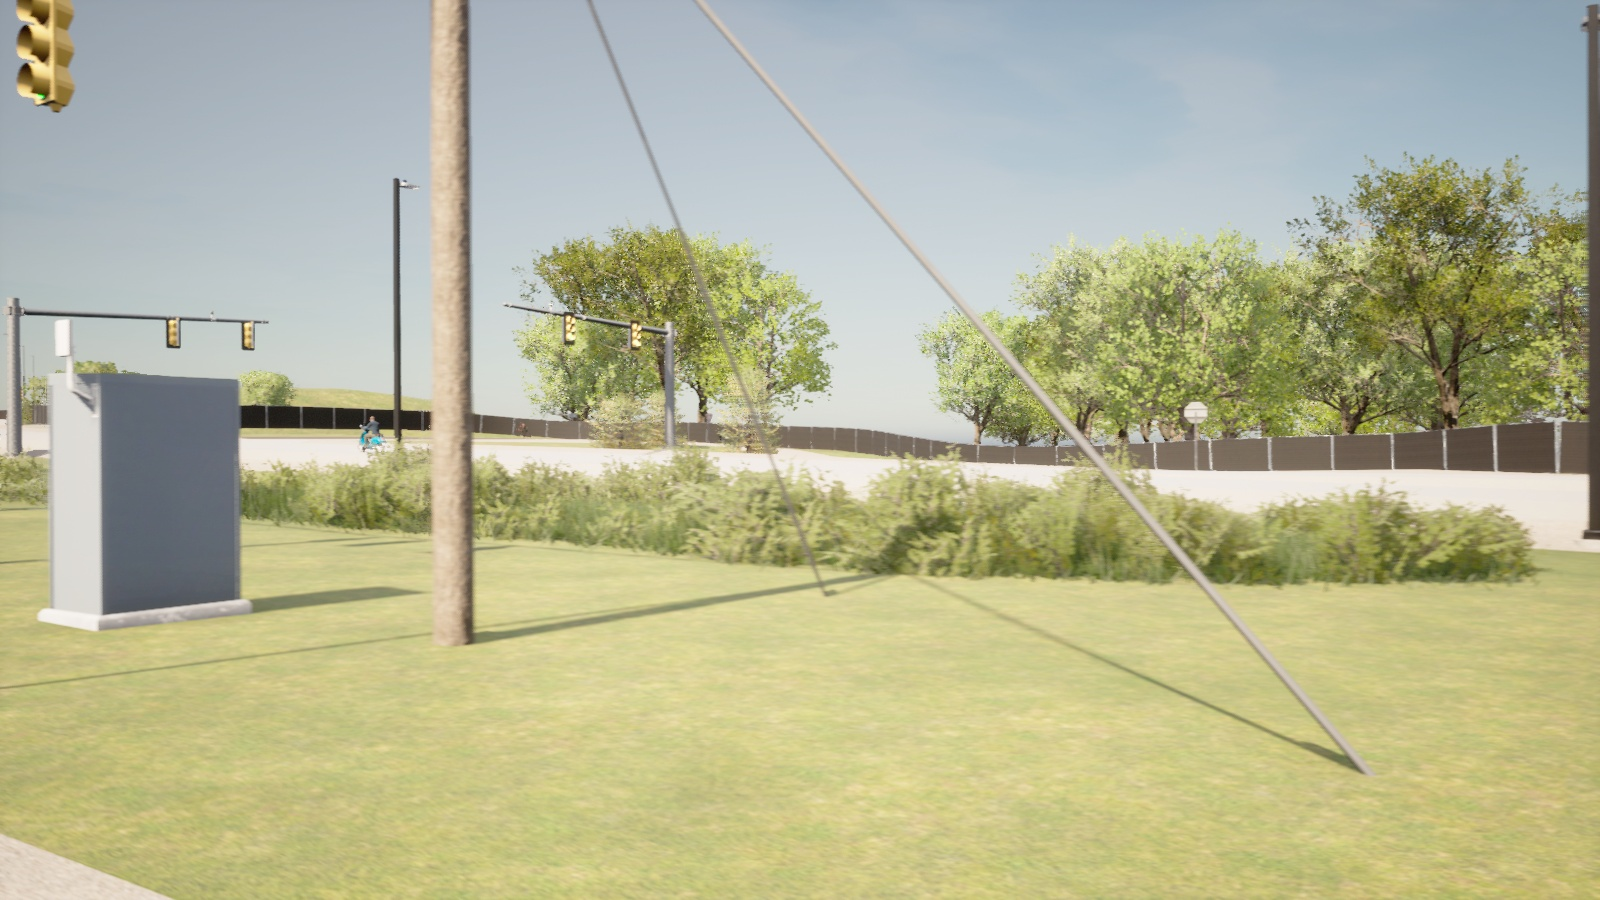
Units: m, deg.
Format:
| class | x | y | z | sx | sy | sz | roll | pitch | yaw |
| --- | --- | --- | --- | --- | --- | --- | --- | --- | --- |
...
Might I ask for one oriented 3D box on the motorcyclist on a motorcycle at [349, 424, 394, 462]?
| class | x | y | z | sx | sy | sz | roll | pitch | yaw |
| --- | --- | --- | --- | --- | --- | --- | --- | --- | --- |
| motorcyclist on a motorcycle | -18.372 | -0.314 | 53.851 | 1.817 | 1.590 | 0.866 | 1 | 1 | 34 |
